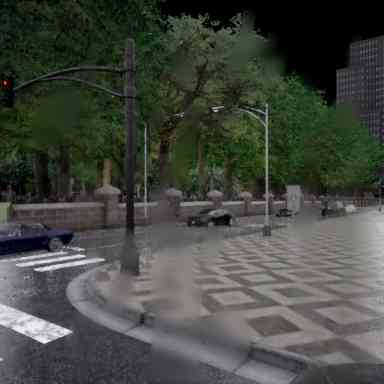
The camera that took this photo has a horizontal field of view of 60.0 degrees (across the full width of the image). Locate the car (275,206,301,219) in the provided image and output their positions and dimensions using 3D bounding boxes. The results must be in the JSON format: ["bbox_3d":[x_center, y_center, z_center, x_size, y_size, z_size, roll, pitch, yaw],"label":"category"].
[{"bbox_3d":[11.484,2.398,39.529,1.994,1.385,4.181,0,-1,36],"label":"car"}]

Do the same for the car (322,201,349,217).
[{"bbox_3d":[19.141,2.238,44.824,2.150,2.045,5.566,0,-1,35],"label":"car"}]

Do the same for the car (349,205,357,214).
[{"bbox_3d":[25.281,2.771,53.478,1.812,1.442,4.674,0,-1,35],"label":"car"}]

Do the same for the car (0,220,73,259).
[{"bbox_3d":[-6.741,1.753,12.276,1.895,1.301,4.718,0,-1,23],"label":"car"}]

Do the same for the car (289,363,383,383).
[{"bbox_3d":[2.373,1.551,1.264,4.403,1.369,2.008,0,0,36],"label":"car"}]

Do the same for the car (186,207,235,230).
[{"bbox_3d":[1.544,1.952,25.558,1.882,1.535,5.008,0,-1,35],"label":"car"}]
